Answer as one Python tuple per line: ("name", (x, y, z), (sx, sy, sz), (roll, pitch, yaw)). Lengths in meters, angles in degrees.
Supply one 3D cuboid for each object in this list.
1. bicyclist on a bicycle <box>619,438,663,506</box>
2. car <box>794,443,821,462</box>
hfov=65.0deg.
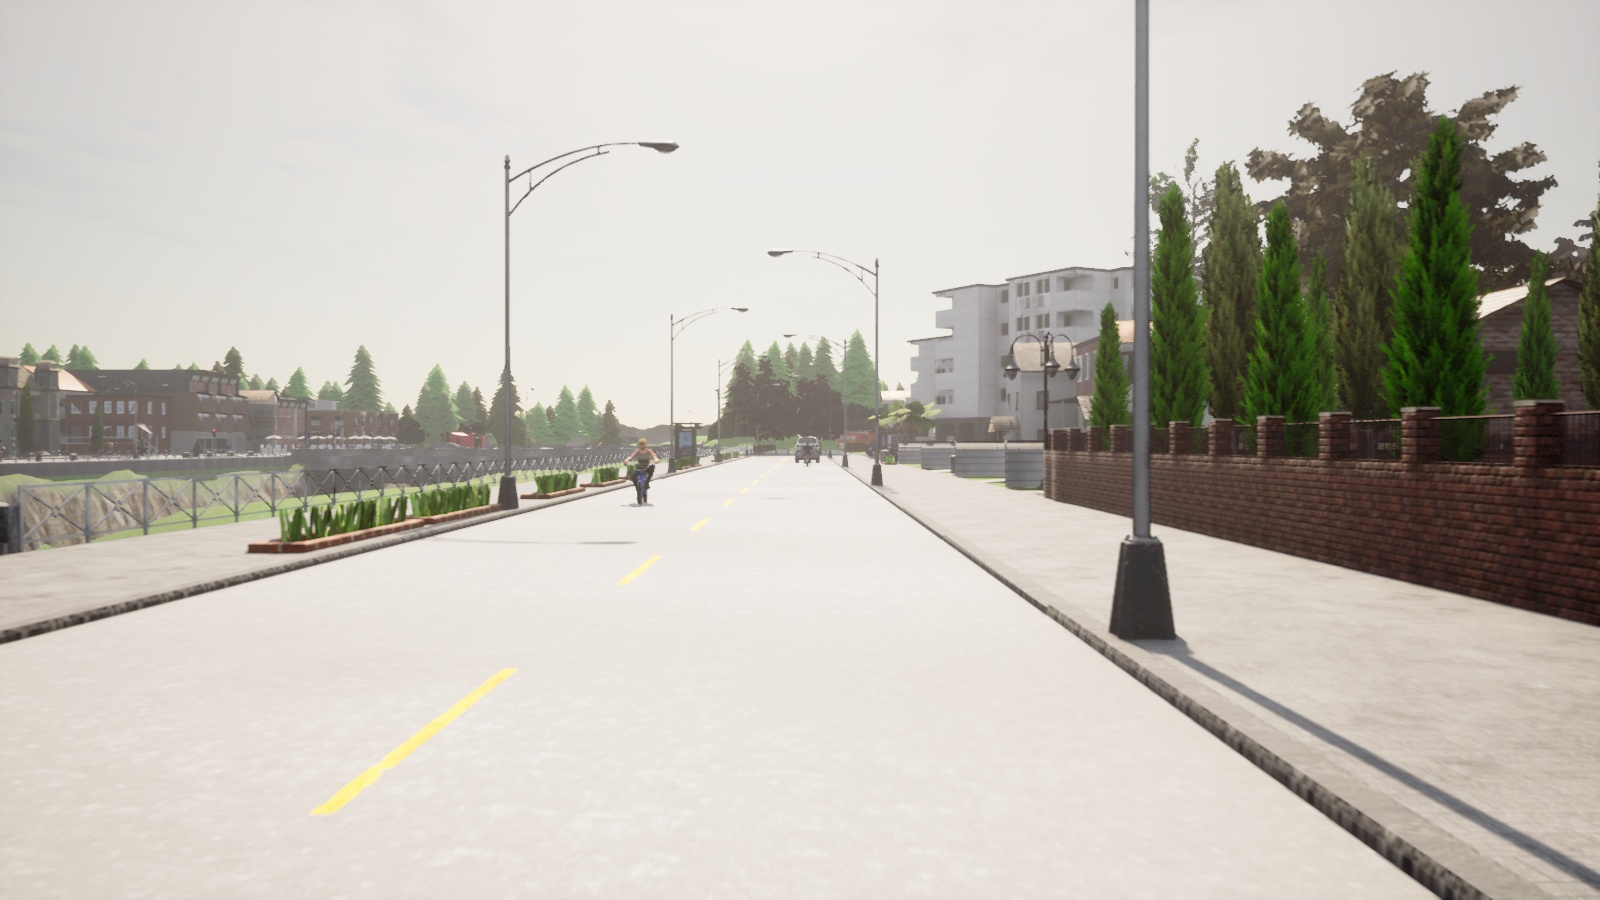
("bicyclist on a bicycle", (-3.811, 0.510, 30.192), (0.866, 1.612, 1.509), (0, 0, 0))
("car", (0.567, 0.173, 95.789), (1.970, 1.475, 3.806), (0, 0, 0))
